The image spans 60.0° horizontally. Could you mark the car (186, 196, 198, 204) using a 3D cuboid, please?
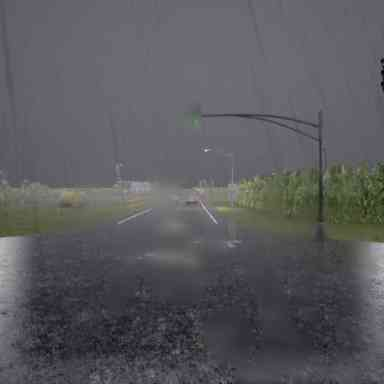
[{"bbox_3d":[-0.003,1.470,59.382,1.994,1.385,4.181,0,0,0],"label":"car"}]

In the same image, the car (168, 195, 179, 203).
[{"bbox_3d":[-3.502,1.398,63.604,1.837,1.490,4.892,0,0,0],"label":"car"}]

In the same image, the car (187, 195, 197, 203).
[{"bbox_3d":[-0.003,1.438,69.431,1.994,1.385,4.181,0,0,0],"label":"car"}]
